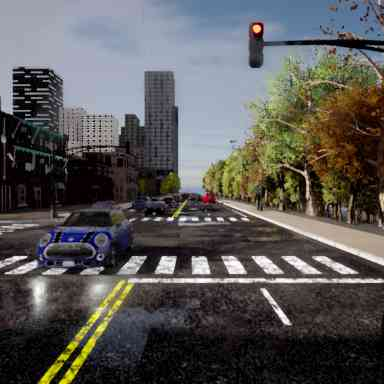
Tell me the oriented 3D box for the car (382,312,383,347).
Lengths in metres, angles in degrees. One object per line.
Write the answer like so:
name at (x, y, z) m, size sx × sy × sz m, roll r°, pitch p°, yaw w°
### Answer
car at (3.355, 1.491, 2.342) m, size 2.128 × 1.511 × 4.902 m, roll 0°, pitch 0°, yaw 0°

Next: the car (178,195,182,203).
car at (-3.153, 1.323, 69.080) m, size 2.097 × 1.767 × 4.553 m, roll 0°, pitch 0°, yaw 0°

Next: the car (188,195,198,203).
car at (0.196, 1.465, 66.188) m, size 2.128 × 1.511 × 4.902 m, roll 0°, pitch 0°, yaw 0°

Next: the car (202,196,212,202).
car at (3.361, 1.521, 75.874) m, size 1.994 × 1.385 × 4.181 m, roll 0°, pitch 0°, yaw 0°

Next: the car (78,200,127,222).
car at (-7.145, 1.484, 27.256) m, size 2.128 × 1.511 × 4.902 m, roll 0°, pitch 0°, yaw 8°

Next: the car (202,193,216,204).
car at (3.441, 1.196, 65.290) m, size 2.150 × 2.045 × 5.566 m, roll 0°, pitch 0°, yaw 1°

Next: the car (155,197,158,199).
car at (-6.492, 1.541, 59.037) m, size 1.994 × 1.385 × 4.181 m, roll 0°, pitch 0°, yaw 0°

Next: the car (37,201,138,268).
car at (-3.332, 1.349, 11.231) m, size 2.097 × 1.767 × 4.553 m, roll 0°, pitch 0°, yaw 0°

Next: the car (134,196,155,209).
car at (-6.535, 1.336, 43.753) m, size 2.097 × 1.767 × 4.553 m, roll 0°, pitch 0°, yaw 0°

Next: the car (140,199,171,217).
car at (-3.305, 1.591, 31.196) m, size 1.895 × 1.301 × 4.718 m, roll 0°, pitch 0°, yaw 0°

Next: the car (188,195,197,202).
car at (0.115, 1.446, 76.495) m, size 1.882 × 1.535 × 5.008 m, roll 0°, pitch 0°, yaw 0°

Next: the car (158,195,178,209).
car at (-3.282, 1.488, 46.200) m, size 1.837 × 1.490 × 4.892 m, roll 0°, pitch 0°, yaw 0°
